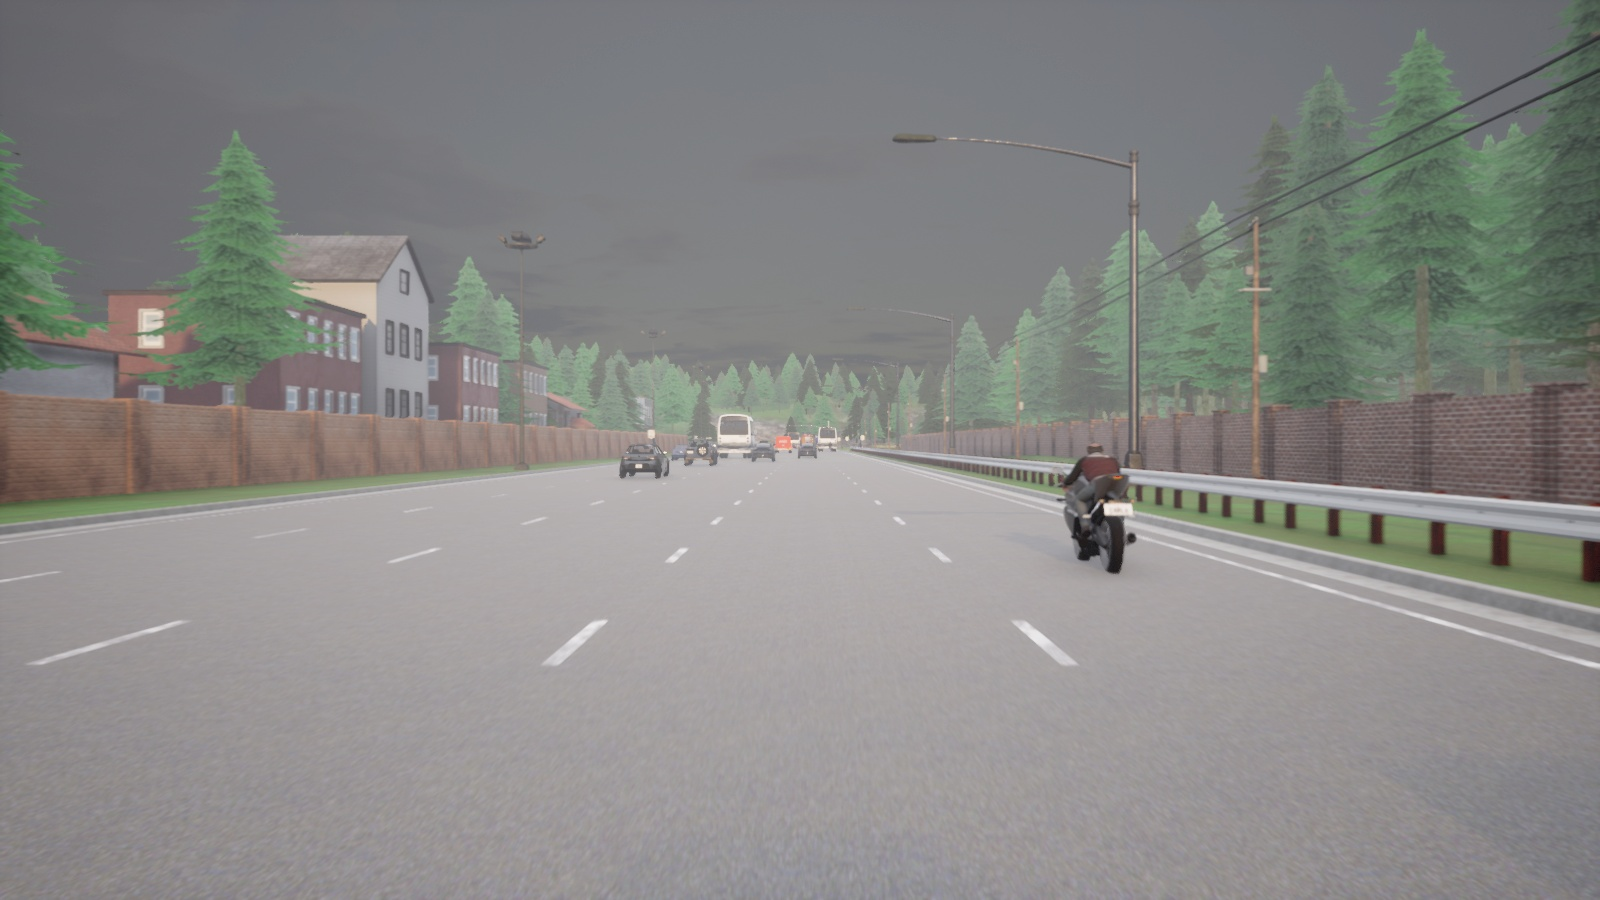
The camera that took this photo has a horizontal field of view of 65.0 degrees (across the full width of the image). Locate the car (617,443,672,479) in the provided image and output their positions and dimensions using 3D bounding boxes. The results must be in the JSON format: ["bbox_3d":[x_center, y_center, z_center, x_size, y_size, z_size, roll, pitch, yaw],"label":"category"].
[{"bbox_3d":[-6.677,0.452,54.225,1.816,1.474,4.193,0,0,0],"label":"car"}]

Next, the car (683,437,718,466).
[{"bbox_3d":[-6.514,0.096,82.891,1.932,1.855,4.605,0,0,0],"label":"car"}]

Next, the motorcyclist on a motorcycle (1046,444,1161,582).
[{"bbox_3d":[3.601,0.700,15.112,0.866,1.530,2.191,0,0,0],"label":"motorcyclist on a motorcycle"}]
